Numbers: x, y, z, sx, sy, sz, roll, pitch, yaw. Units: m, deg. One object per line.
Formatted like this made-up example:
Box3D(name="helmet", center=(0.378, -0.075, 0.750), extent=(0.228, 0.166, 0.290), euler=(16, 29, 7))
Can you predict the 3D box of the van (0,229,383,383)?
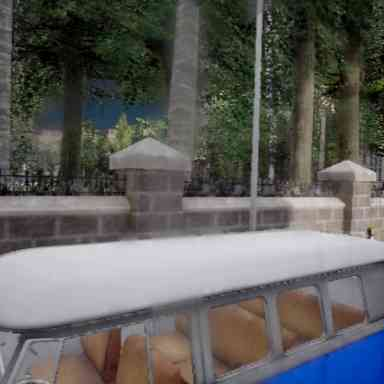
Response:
Box3D(name="van", center=(0.219, 1.274, 2.664), extent=(3.998, 1.788, 1.690), euler=(1, 1, -34))
